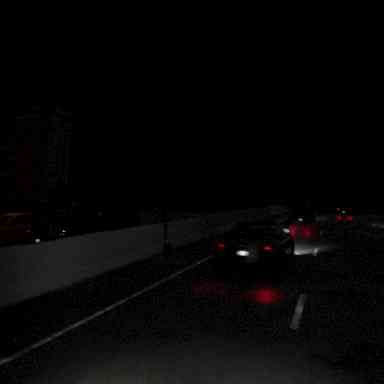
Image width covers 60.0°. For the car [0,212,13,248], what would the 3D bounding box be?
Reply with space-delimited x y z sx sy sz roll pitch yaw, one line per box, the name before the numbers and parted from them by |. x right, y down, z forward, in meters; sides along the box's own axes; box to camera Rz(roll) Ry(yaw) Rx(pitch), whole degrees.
car | -7.922 1.636 14.575 1.882 1.535 5.008 0 -1 23

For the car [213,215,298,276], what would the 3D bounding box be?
car | 2.184 1.676 11.005 1.994 1.385 4.181 0 -1 23

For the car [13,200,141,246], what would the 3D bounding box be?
car | -4.304 1.371 14.153 2.150 2.045 5.566 0 -1 23

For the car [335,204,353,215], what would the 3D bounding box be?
car | 17.977 2.074 39.554 1.895 1.301 4.718 0 -2 23

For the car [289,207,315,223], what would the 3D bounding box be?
car | 9.378 1.882 28.125 1.895 1.301 4.718 0 -1 23
